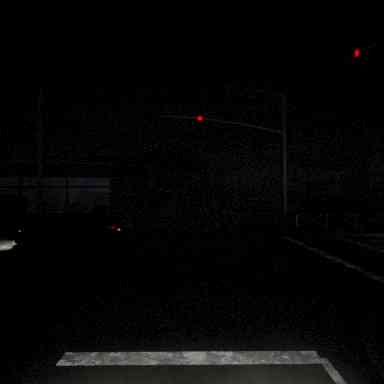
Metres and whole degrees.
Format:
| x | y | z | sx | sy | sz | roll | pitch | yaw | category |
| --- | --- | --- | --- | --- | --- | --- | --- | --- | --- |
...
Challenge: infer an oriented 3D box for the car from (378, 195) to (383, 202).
| x | y | z | sx | sy | sz | roll | pitch | yaw | category |
| --- | --- | --- | --- | --- | --- | --- | --- | --- | --- |
| 38.686 | 1.154 | 62.739 | 5.027 | 1.636 | 2.152 | 0 | 0 | 0 | car |

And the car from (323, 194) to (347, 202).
| x | y | z | sx | sy | sz | roll | pitch | yaw | category |
| --- | --- | --- | --- | --- | --- | --- | --- | --- | --- |
| 31.274 | 1.298 | 72.790 | 4.514 | 1.523 | 2.007 | 0 | 0 | 0 | car |

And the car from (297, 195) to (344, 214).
| x | y | z | sx | sy | sz | roll | pitch | yaw | category |
| --- | --- | --- | --- | --- | --- | --- | --- | --- | --- |
| 12.999 | 1.330 | 31.481 | 5.027 | 1.636 | 2.152 | 0 | 0 | 0 | car |

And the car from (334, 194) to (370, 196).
| x | y | z | sx | sy | sz | roll | pitch | yaw | category |
| --- | --- | --- | --- | --- | --- | --- | --- | --- | --- |
| 20.626 | 1.320 | 43.357 | 3.633 | 1.501 | 1.845 | 0 | 0 | 0 | car |

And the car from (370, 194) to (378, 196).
| x | y | z | sx | sy | sz | roll | pitch | yaw | category |
| --- | --- | --- | --- | --- | --- | --- | --- | --- | --- |
| 38.338 | 1.232 | 69.156 | 3.806 | 1.475 | 1.970 | 0 | 0 | 0 | car |

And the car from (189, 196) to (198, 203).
| x | y | z | sx | sy | sz | roll | pitch | yaw | category |
| --- | --- | --- | --- | --- | --- | --- | --- | --- | --- |
| 0.232 | 1.547 | 69.759 | 2.033 | 1.411 | 5.357 | 0 | 0 | 0 | car |

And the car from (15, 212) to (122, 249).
| x | y | z | sx | sy | sz | roll | pitch | yaw | category |
| --- | --- | --- | --- | --- | --- | --- | --- | --- | --- |
| -5.072 | 1.564 | 13.990 | 4.181 | 1.385 | 1.994 | 0 | 0 | -1 | car |

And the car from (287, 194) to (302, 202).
| x | y | z | sx | sy | sz | roll | pitch | yaw | category |
| --- | --- | --- | --- | --- | --- | --- | --- | --- | --- |
| 21.291 | 1.097 | 65.809 | 4.605 | 1.855 | 1.932 | 0 | 0 | 0 | car |

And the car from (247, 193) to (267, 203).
| x | y | z | sx | sy | sz | roll | pitch | yaw | category |
| --- | --- | --- | --- | --- | --- | --- | --- | --- | --- |
| 12.812 | 1.361 | 65.738 | 3.806 | 1.475 | 1.970 | 0 | 0 | 0 | car |

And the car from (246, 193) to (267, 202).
| x | y | z | sx | sy | sz | roll | pitch | yaw | category |
| --- | --- | --- | --- | --- | --- | --- | --- | --- | --- |
| 13.410 | 1.077 | 69.065 | 3.866 | 1.878 | 1.905 | 0 | 0 | 0 | car |

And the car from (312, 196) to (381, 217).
| x | y | z | sx | sy | sz | roll | pitch | yaw | category |
| --- | --- | --- | --- | --- | --- | --- | --- | --- | --- |
| 13.063 | 1.340 | 28.344 | 4.514 | 1.523 | 2.007 | 0 | 0 | 0 | car |

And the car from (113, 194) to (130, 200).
| x | y | z | sx | sy | sz | roll | pitch | yaw | category |
| --- | --- | --- | --- | --- | --- | --- | --- | --- | --- |
| -19.455 | 1.333 | 91.650 | 4.674 | 1.442 | 1.812 | 0 | 0 | 0 | car |

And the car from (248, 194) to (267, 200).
| x | y | z | sx | sy | sz | roll | pitch | yaw | category |
| --- | --- | --- | --- | --- | --- | --- | --- | --- | --- |
| 18.080 | 1.334 | 91.697 | 4.902 | 1.511 | 2.128 | 0 | 0 | 0 | car |
